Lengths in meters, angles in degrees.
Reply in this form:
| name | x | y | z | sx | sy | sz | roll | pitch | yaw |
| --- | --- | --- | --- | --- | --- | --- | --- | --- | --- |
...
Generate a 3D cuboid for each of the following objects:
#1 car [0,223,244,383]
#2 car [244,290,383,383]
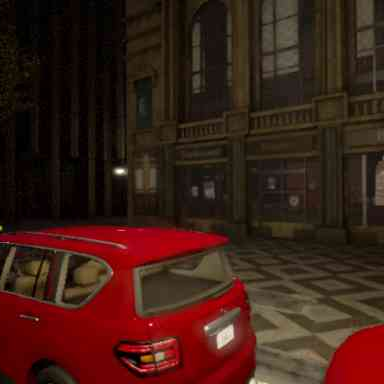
| name | x | y | z | sx | sy | sz | roll | pitch | yaw |
| --- | --- | --- | --- | --- | --- | --- | --- | --- | --- |
| car | -1.659 | 1.347 | 4.259 | 5.009 | 1.841 | 2.192 | -1 | 0 | 35 |
| car | 2.936 | 1.299 | 0.990 | 5.009 | 1.841 | 2.192 | -1 | 0 | 35 |
